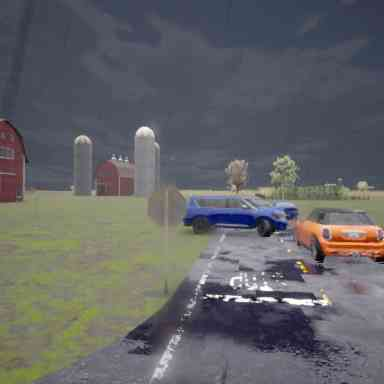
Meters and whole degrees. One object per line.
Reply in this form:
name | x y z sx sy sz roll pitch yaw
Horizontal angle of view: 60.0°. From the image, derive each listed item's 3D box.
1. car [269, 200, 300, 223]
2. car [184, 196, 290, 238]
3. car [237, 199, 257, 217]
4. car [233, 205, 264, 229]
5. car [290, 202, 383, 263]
car | 7.235 1.478 26.488 1.882 1.535 5.008 0 0 10
car | 2.290 1.223 17.832 5.566 2.045 2.150 0 -1 22
car | 5.439 1.501 33.032 1.837 1.490 4.892 0 0 9
car | 3.810 1.600 22.721 1.895 1.301 4.718 0 0 9
car | 5.163 1.353 12.191 2.097 1.767 4.553 0 0 7
